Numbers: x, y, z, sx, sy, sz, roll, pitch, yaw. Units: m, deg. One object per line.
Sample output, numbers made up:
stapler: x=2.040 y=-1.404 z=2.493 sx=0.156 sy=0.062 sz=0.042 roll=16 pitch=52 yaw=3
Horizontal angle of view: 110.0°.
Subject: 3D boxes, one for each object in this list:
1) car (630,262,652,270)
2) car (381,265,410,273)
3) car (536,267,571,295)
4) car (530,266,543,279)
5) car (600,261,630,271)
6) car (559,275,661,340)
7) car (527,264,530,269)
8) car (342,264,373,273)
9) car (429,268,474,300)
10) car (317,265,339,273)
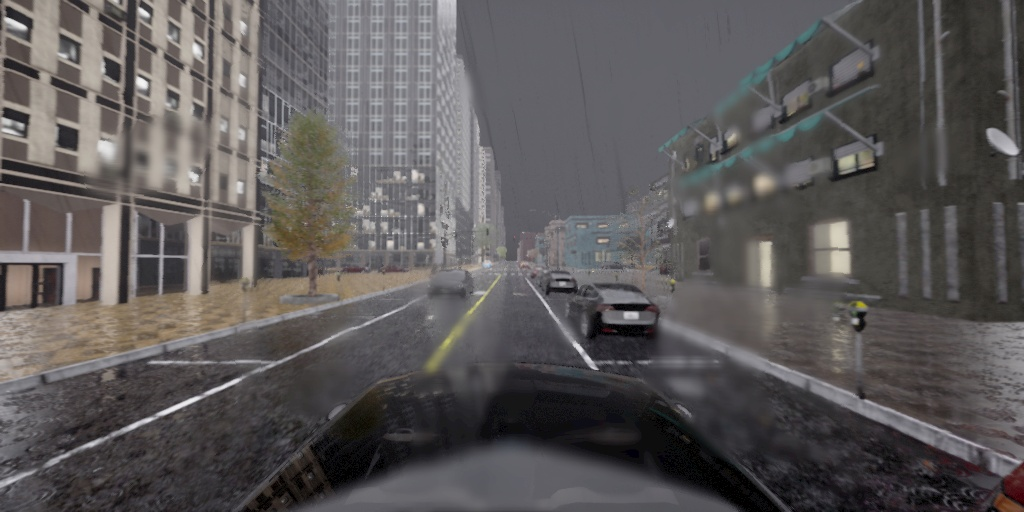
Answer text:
car: x=20.688 y=1.536 z=53.341 sx=4.829 sy=1.417 sz=1.751 roll=0 pitch=0 yaw=1
car: x=-17.421 y=1.959 z=53.701 sx=4.207 sy=1.307 sz=1.802 roll=0 pitch=0 yaw=1
car: x=2.691 y=1.523 z=21.151 sx=1.948 sy=1.339 sz=4.313 roll=0 pitch=0 yaw=0
car: x=2.690 y=1.566 z=26.629 sx=2.007 sy=1.370 sz=4.403 roll=0 pitch=0 yaw=0
car: x=16.255 y=1.584 z=56.093 sx=4.892 sy=1.490 sz=1.837 roll=0 pitch=-2 yaw=1
car: x=2.691 y=1.407 z=10.196 sx=1.948 sy=1.339 sz=4.313 roll=0 pitch=0 yaw=0
car: x=2.814 y=1.713 z=37.580 sx=1.802 sy=1.307 sz=4.207 roll=0 pitch=0 yaw=0
car: x=-23.104 y=1.873 z=53.755 sx=4.097 sy=1.591 sz=1.967 roll=0 pitch=0 yaw=1
car: x=-3.101 y=1.441 z=19.170 sx=1.837 sy=1.490 sz=4.892 roll=0 pitch=-1 yaw=0
car: x=-28.617 y=2.014 z=53.808 sx=4.829 sy=1.417 sz=1.751 roll=0 pitch=0 yaw=1
